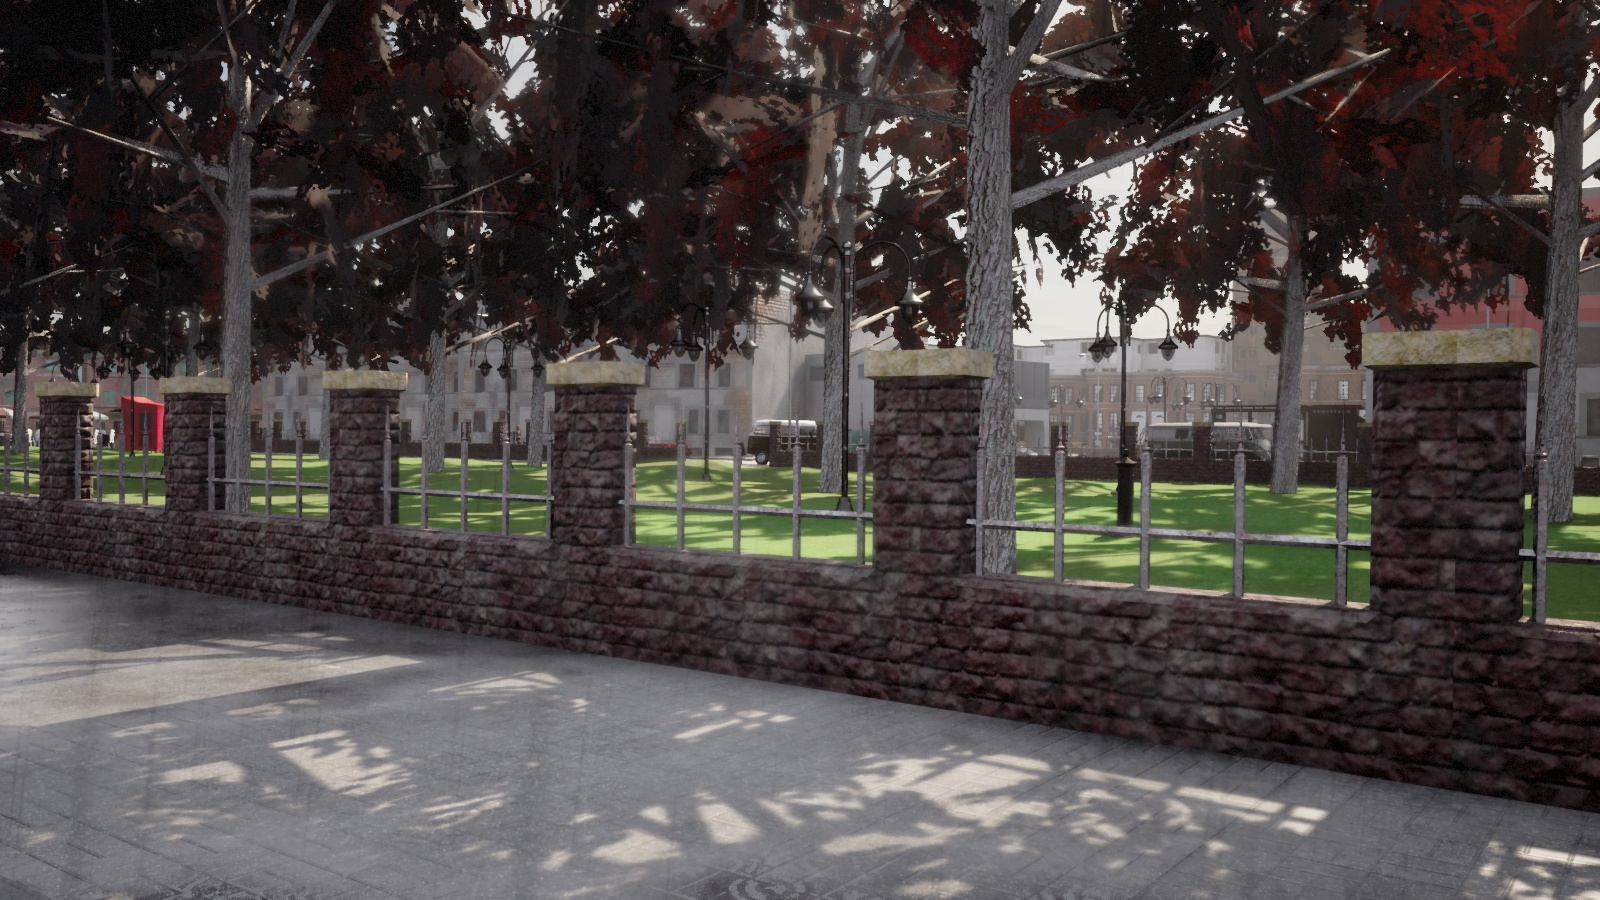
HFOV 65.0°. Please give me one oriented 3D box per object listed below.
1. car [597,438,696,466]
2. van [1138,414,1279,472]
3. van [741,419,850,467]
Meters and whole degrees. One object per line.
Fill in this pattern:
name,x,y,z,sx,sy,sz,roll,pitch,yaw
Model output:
car,-7.494,0.065,61.105,4.718,1.301,1.895,0,1,36
van,14.553,-0.260,44.835,4.442,1.987,1.775,0,1,36
van,-0.219,-0.305,55.733,4.480,2.038,2.069,0,1,37
